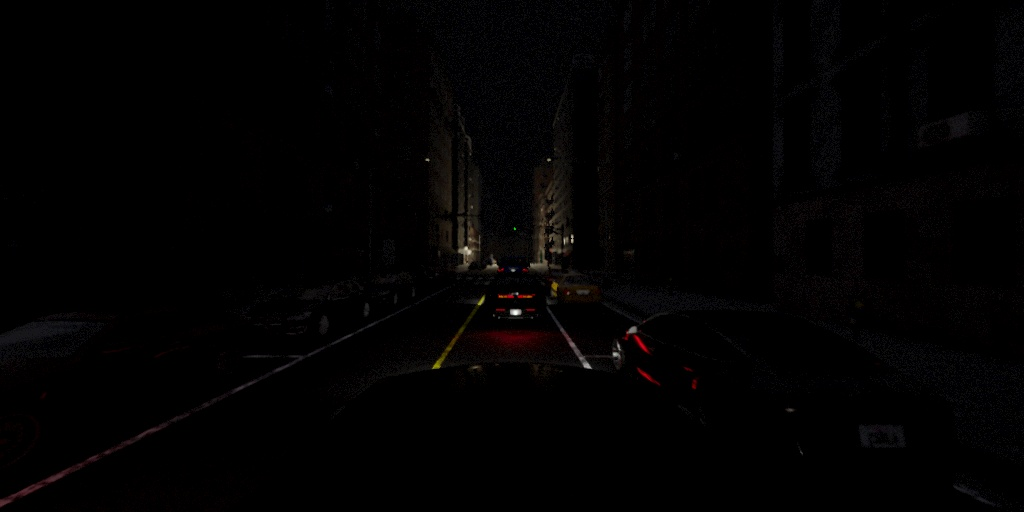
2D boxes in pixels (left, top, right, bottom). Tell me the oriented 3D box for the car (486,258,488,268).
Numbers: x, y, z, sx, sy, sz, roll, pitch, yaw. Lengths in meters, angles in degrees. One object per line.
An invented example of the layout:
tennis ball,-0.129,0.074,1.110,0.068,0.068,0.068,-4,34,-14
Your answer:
car,-5.391,1.449,58.209,1.888,1.381,4.507,0,0,0

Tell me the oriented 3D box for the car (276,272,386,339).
car,-5.389,1.326,10.052,2.007,1.370,4.403,0,0,0

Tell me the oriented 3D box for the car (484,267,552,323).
car,0.099,1.287,12.243,1.837,1.490,4.892,0,0,0

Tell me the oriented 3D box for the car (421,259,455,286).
car,-5.390,1.134,26.291,2.192,1.841,5.009,0,0,0

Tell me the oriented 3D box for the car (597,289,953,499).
car,2.636,1.325,4.631,1.948,1.339,4.313,0,0,0

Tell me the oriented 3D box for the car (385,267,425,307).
car,-5.389,1.341,15.466,2.007,1.370,4.403,0,0,0

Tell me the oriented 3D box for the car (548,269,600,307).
car,2.636,1.316,15.627,1.751,1.417,4.829,0,0,0

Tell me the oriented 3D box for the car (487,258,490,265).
car,-5.391,1.443,63.492,1.751,1.417,4.829,0,0,0

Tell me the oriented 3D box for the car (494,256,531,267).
car,0.094,1.038,25.427,2.150,2.045,5.566,0,0,0

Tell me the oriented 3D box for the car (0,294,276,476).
car,-5.389,1.341,4.639,1.802,1.307,4.207,0,0,0

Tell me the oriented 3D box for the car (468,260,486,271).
car,-5.391,1.441,52.754,2.007,1.370,4.403,0,0,0
